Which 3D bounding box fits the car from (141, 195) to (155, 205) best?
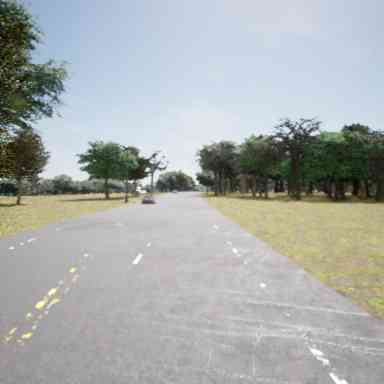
[{"bbox_3d":[-7.644,1.289,58.443,2.097,1.767,4.553,-1,0,-1],"label":"car"}]
